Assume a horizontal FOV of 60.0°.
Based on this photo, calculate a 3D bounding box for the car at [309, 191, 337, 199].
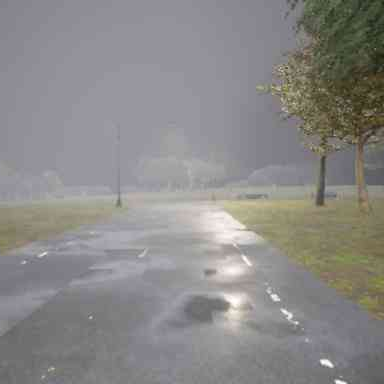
[{"bbox_3d":[23.611,0.567,59.984,4.902,1.511,2.128,-2,-2,-1],"label":"car"}]

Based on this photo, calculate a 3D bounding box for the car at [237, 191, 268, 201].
[{"bbox_3d":[9.592,0.610,52.715,4.902,1.511,2.128,-3,-1,-1],"label":"car"}]
